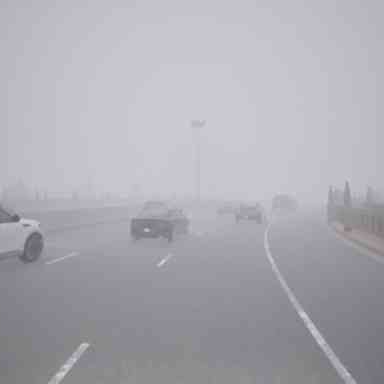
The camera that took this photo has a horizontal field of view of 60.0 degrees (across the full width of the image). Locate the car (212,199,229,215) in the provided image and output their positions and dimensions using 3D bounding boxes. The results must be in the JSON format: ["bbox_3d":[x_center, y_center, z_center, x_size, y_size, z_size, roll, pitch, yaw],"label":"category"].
[{"bbox_3d":[4.205,1.648,34.533,2.033,1.411,5.357,0,0,24],"label":"car"}]

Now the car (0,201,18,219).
[{"bbox_3d":[-17.014,1.538,27.382,1.837,1.490,4.892,0,0,16],"label":"car"}]

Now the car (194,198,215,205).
[{"bbox_3d":[2.530,1.866,65.946,1.812,1.442,4.674,0,-1,35],"label":"car"}]

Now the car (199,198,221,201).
[{"bbox_3d":[3.227,1.698,54.589,1.882,1.535,5.008,0,-1,34],"label":"car"}]

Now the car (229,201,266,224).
[{"bbox_3d":[4.510,1.554,25.389,2.128,1.511,4.902,0,0,18],"label":"car"}]

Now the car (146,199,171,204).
[{"bbox_3d":[-2.373,1.409,26.792,2.097,1.767,4.553,0,0,17],"label":"car"}]

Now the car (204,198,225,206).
[{"bbox_3d":[4.277,1.826,62.314,1.837,1.490,4.892,0,-1,35],"label":"car"}]

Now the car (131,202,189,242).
[{"bbox_3d":[-1.449,1.502,16.724,1.882,1.535,5.008,0,0,11],"label":"car"}]

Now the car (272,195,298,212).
[{"bbox_3d":[11.535,1.364,41.196,2.150,2.045,5.566,0,-1,29],"label":"car"}]

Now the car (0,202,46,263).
[{"bbox_3d":[-6.254,1.216,8.948,2.150,2.045,5.566,0,0,6],"label":"car"}]
